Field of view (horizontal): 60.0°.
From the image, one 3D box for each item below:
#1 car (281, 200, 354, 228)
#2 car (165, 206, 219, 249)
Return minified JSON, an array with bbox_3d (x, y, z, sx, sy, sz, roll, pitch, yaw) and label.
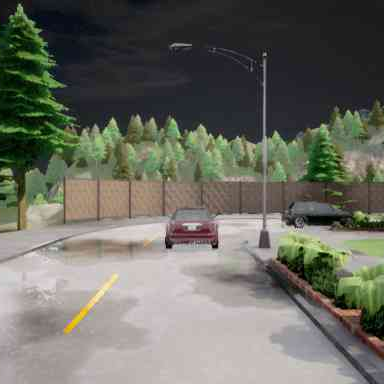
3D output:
[{"bbox_3d":[8.168,1.366,21.274,4.553,1.767,2.097,0,0,0],"label":"car"},{"bbox_3d":[0.000,1.367,14.619,2.097,1.767,4.553,0,0,0],"label":"car"}]
